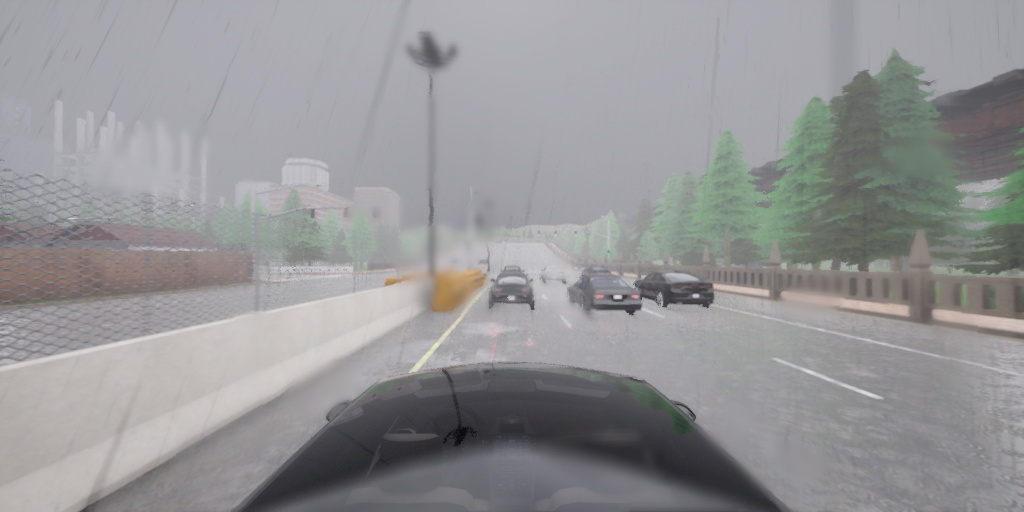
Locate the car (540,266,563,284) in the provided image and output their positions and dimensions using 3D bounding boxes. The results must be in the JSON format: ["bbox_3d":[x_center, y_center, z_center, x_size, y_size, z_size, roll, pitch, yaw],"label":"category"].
[{"bbox_3d":[3.528,1.591,30.770,1.812,1.442,4.674,0,0,0],"label":"car"}]

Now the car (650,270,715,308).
[{"bbox_3d":[7.028,1.384,16.126,1.882,1.535,5.008,0,0,0],"label":"car"}]

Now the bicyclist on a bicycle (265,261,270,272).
[{"bbox_3d":[-36.193,1.608,53.117,0.582,1.620,1.656,0,0,-35],"label":"bicyclist on a bicycle"}]

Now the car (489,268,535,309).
[{"bbox_3d":[0.025,1.428,15.767,1.812,1.442,4.674,0,0,1],"label":"car"}]

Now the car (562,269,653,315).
[{"bbox_3d":[3.510,1.435,14.390,2.033,1.411,5.357,0,-1,0],"label":"car"}]

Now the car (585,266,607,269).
[{"bbox_3d":[7.023,1.554,30.371,2.128,1.511,4.902,0,0,0],"label":"car"}]

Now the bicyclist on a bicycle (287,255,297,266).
[{"bbox_3d":[-31.741,0.516,52.020,0.582,1.620,1.656,9,-41,16],"label":"bicyclist on a bicycle"}]

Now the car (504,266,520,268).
[{"bbox_3d":[0.023,1.568,30.377,1.837,1.490,4.892,0,0,0],"label":"car"}]
